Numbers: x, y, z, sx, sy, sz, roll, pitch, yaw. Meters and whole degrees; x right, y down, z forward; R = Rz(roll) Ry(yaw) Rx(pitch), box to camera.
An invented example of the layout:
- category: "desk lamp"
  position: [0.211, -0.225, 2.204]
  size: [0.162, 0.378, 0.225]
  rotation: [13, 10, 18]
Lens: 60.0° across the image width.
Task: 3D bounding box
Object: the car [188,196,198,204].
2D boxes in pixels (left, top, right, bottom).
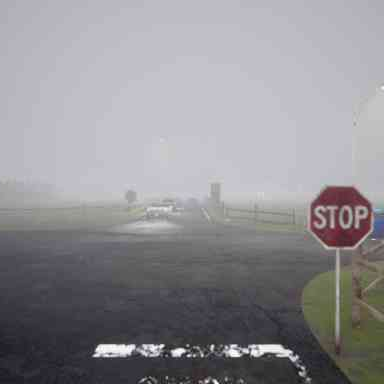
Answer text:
- category: "car"
  position: [0.188, 1.436, 61.686]
  size: [1.882, 1.535, 5.008]
  rotation: [0, 0, 0]

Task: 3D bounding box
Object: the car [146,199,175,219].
- category: "car"
  position: [-2.826, 1.582, 29.386]
  size: [1.895, 1.301, 4.718]
  rotation: [0, 0, 1]

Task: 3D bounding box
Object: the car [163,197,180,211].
- category: "car"
  position: [-2.771, 1.453, 38.869]
  size: [1.882, 1.535, 5.008]
  rotation: [0, 0, 0]

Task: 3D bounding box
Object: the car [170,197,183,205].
- category: "car"
  position: [-2.684, 1.525, 58.688]
  size: [1.994, 1.385, 4.181]
  rotation: [0, 0, 0]

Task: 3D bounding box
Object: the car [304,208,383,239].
- category: "car"
  position: [7.941, 1.541, 15.989]
  size: [5.008, 1.535, 1.882]
  rotation: [1, 0, -5]

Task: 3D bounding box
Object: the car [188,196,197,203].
- category: "car"
  position: [0.132, 1.545, 71.826]
  size: [1.895, 1.301, 4.718]
  rotation: [0, 0, 0]

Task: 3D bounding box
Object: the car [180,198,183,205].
- category: "car"
  position: [-2.736, 1.532, 48.676]
  size: [1.994, 1.385, 4.181]
  rotation: [0, 0, 1]
